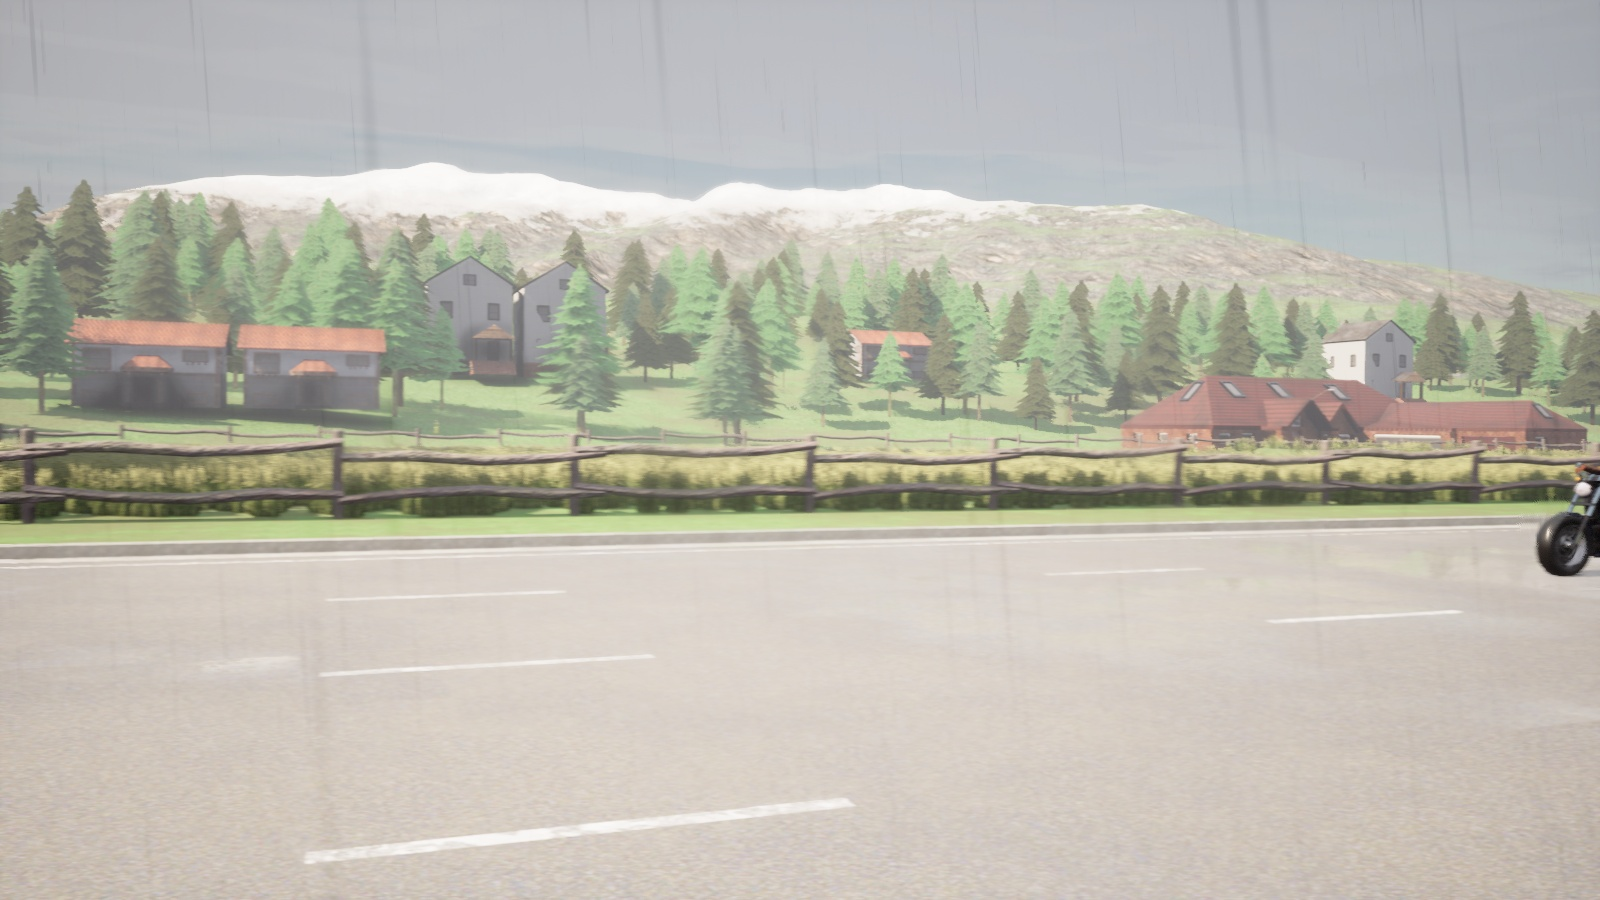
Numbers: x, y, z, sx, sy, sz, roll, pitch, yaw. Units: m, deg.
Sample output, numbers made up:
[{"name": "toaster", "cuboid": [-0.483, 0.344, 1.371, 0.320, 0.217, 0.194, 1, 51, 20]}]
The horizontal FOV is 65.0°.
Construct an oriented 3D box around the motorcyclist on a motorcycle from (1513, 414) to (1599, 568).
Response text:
[{"name": "motorcyclist on a motorcycle", "cuboid": [9.306, 0.415, 14.260, 2.350, 1.649, 0.766, -1, 1, -21]}]
